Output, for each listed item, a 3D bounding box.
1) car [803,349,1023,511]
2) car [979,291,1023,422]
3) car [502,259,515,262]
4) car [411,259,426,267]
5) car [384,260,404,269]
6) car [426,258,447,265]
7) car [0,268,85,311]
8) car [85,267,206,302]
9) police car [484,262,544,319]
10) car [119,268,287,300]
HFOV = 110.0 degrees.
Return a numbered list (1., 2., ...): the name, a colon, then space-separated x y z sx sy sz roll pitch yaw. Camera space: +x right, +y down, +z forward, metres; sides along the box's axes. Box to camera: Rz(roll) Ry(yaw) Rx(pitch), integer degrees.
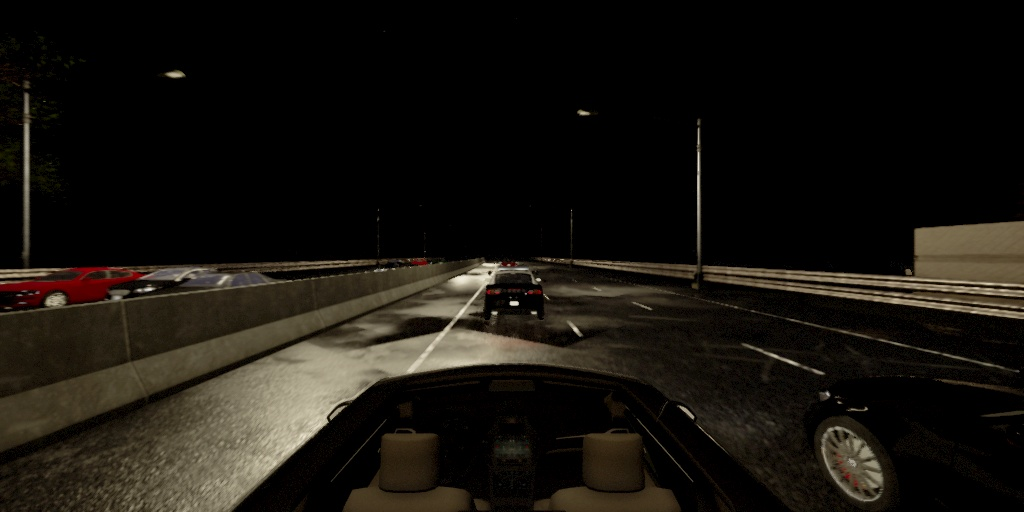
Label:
1. car: 3.593 1.275 1.319 1.812 1.442 4.674 0 0 0
2. car: 7.092 1.226 2.220 1.882 1.535 5.008 0 0 0
3. car: -0.407 1.087 42.821 2.097 1.767 4.553 0 0 -1
4. car: -14.977 1.202 58.109 1.882 1.535 5.008 0 0 -1
5. car: -18.418 1.290 56.078 1.994 1.385 4.181 0 0 -1
6. car: -11.415 1.078 55.748 2.097 1.767 4.553 0 0 -1
7. car: -17.663 1.229 14.757 1.882 1.535 5.008 0 0 0
8. car: -14.167 1.243 15.301 2.128 1.511 4.902 0 0 -1
9. police car: 0.050 1.173 13.014 1.930 1.638 5.238 0 0 0
10. car: -10.649 1.298 13.391 2.033 1.411 5.357 0 0 0
